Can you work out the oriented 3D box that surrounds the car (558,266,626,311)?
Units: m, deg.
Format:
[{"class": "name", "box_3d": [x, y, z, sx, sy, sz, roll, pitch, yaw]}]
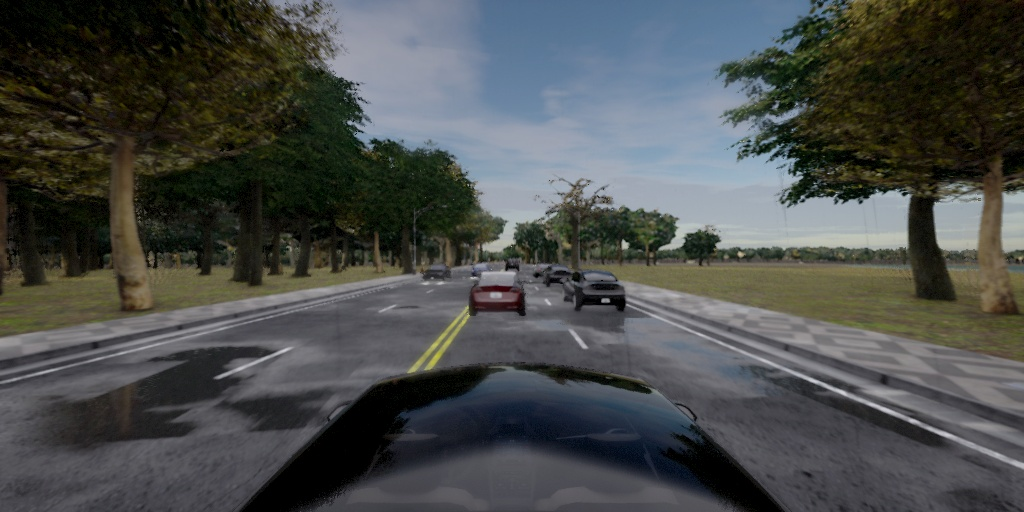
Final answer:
[{"class": "car", "box_3d": [3.245, 1.323, 14.844, 1.837, 1.490, 4.892, 0, 0, 0]}]

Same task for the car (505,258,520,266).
[{"class": "car", "box_3d": [0.067, 1.343, 55.920, 2.150, 2.045, 5.566, 0, -1, 0]}]

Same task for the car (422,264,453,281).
[{"class": "car", "box_3d": [-6.607, 1.472, 32.413, 2.033, 1.411, 5.357, 0, 0, 0]}]

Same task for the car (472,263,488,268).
[{"class": "car", "box_3d": [-3.353, 1.498, 38.979, 1.812, 1.442, 4.674, 0, 0, 0]}]

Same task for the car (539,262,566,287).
[{"class": "car", "box_3d": [3.242, 1.386, 25.845, 1.837, 1.490, 4.892, 0, 0, 0]}]

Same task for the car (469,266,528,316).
[{"class": "car", "box_3d": [-0.461, 1.318, 13.847, 2.163, 1.488, 4.792, 0, 0, 1]}]

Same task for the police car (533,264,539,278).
[{"class": "police car", "box_3d": [3.238, 1.462, 36.847, 2.038, 1.542, 4.974, 0, 0, 0]}]
